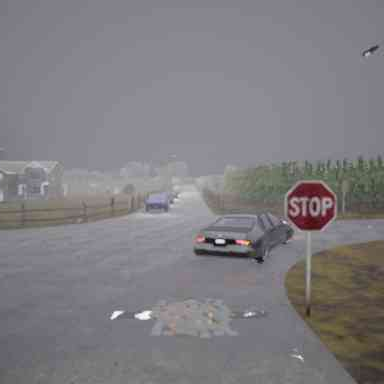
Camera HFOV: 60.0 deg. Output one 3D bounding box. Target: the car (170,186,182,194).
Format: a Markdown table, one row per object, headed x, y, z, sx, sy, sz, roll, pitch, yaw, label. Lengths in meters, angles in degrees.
| x | y | z | sx | sy | sz | roll | pitch | yaw | label |
| --- | --- | --- | --- | --- | --- | --- | --- | --- | --- |
| -3.173 | -0.409 | 66.125 | 2.128 | 1.511 | 4.902 | 0 | 2 | 0 | car |

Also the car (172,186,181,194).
| x | y | z | sx | sy | sz | roll | pitch | yaw | label |
| --- | --- | --- | --- | --- | --- | --- | --- | --- | --- |
| -3.133 | 0.305 | 50.172 | 1.994 | 1.385 | 4.181 | 0 | 2 | 0 | car |

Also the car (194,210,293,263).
| x | y | z | sx | sy | sz | roll | pitch | yaw | label |
| --- | --- | --- | --- | --- | --- | --- | --- | --- | --- |
| 1.987 | 1.323 | 11.279 | 2.033 | 1.411 | 5.357 | -1 | 1 | 29 | car |

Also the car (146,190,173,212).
| x | y | z | sx | sy | sz | roll | pitch | yaw | label |
| --- | --- | --- | --- | --- | --- | --- | --- | --- | --- |
| -3.021 | 0.881 | 30.166 | 1.882 | 1.535 | 5.008 | 0 | 1 | 0 | car |

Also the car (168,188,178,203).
| x | y | z | sx | sy | sz | roll | pitch | yaw | label |
| --- | --- | --- | --- | --- | --- | --- | --- | --- | --- |
| -3.078 | 0.656 | 40.182 | 2.033 | 1.411 | 5.357 | 0 | 2 | 0 | car |
